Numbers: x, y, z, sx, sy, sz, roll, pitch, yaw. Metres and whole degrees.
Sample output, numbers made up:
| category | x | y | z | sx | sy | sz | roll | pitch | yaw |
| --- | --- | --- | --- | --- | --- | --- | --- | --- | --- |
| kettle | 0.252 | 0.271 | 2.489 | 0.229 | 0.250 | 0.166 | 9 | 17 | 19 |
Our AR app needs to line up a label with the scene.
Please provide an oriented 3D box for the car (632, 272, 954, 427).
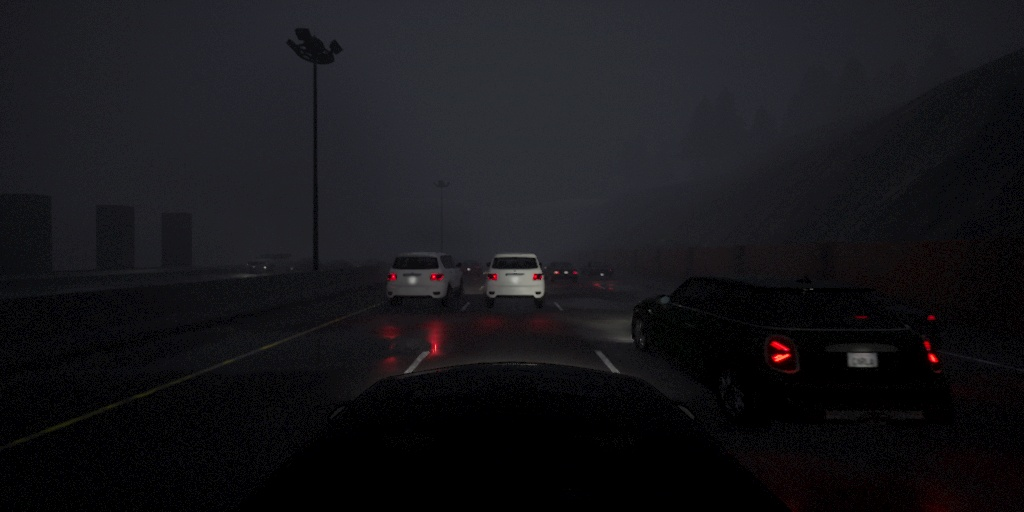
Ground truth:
| category | x | y | z | sx | sy | sz | roll | pitch | yaw |
| --- | --- | --- | --- | --- | --- | --- | --- | --- | --- |
| car | 3.600 | 1.069 | 5.805 | 2.097 | 1.767 | 4.553 | 0 | 0 | 0 |

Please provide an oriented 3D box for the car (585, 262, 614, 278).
| category | x | y | z | sx | sy | sz | roll | pitch | yaw |
| --- | --- | --- | --- | --- | --- | --- | --- | --- | --- |
| car | 6.887 | 1.122 | 29.843 | 1.895 | 1.301 | 4.718 | 0 | 0 | -1 |

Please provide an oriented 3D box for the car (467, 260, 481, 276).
| category | x | y | z | sx | sy | sz | roll | pitch | yaw |
| --- | --- | --- | --- | --- | --- | --- | --- | --- | --- |
| car | -3.666 | 1.067 | 32.030 | 1.994 | 1.385 | 4.181 | 0 | 0 | -1 |

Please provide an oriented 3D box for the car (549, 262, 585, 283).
| category | x | y | z | sx | sy | sz | roll | pitch | yaw |
| --- | --- | --- | --- | --- | --- | --- | --- | --- | --- |
| car | 3.469 | 1.101 | 25.875 | 2.033 | 1.411 | 5.357 | 0 | 1 | -1 |

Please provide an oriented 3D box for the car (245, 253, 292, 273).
| category | x | y | z | sx | sy | sz | roll | pitch | yaw |
| --- | --- | --- | --- | --- | --- | --- | --- | --- | --- |
| car | -24.982 | 0.684 | 37.377 | 2.150 | 2.045 | 5.566 | 0 | 0 | -1 |

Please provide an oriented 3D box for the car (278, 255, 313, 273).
| category | x | y | z | sx | sy | sz | roll | pitch | yaw |
| --- | --- | --- | --- | --- | --- | --- | --- | --- | --- |
| car | -21.481 | 0.952 | 37.362 | 2.128 | 1.511 | 4.902 | 0 | 0 | -1 |

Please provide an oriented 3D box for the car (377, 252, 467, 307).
| category | x | y | z | sx | sy | sz | roll | pitch | yaw |
| --- | --- | --- | --- | --- | --- | --- | --- | --- | --- |
| car | -3.404 | 0.864 | 14.917 | 2.150 | 2.045 | 5.566 | 0 | 0 | 0 |

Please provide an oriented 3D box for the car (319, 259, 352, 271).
| category | x | y | z | sx | sy | sz | roll | pitch | yaw |
| --- | --- | --- | --- | --- | --- | --- | --- | --- | --- |
| car | -17.974 | 1.026 | 37.054 | 1.994 | 1.385 | 4.181 | 0 | 0 | -1 |

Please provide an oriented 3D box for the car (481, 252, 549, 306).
| category | x | y | z | sx | sy | sz | roll | pitch | yaw |
| --- | --- | --- | --- | --- | --- | --- | --- | --- | --- |
| car | 0.096 | 0.863 | 15.075 | 2.150 | 2.045 | 5.566 | 0 | 1 | 0 |

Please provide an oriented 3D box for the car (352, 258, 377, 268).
| category | x | y | z | sx | sy | sz | roll | pitch | yaw |
| --- | --- | --- | --- | --- | --- | --- | --- | --- | --- |
| car | -14.478 | 0.986 | 37.263 | 1.812 | 1.442 | 4.674 | 0 | 0 | -1 |
